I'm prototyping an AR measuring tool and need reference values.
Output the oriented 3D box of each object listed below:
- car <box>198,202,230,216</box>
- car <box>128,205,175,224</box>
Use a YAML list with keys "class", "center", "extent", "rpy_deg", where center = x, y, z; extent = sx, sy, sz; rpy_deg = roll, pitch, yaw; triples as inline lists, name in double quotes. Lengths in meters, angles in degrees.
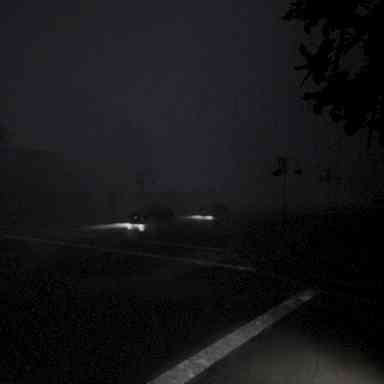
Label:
- class: "car"
  center: [2.387, 1.766, 35.352]
  extent: [1.994, 1.385, 4.181]
  rpy_deg: [-1, 0, 34]
- class: "car"
  center: [-3.203, 1.764, 27.068]
  extent: [1.994, 1.385, 4.181]
  rpy_deg: [-1, 0, 34]
